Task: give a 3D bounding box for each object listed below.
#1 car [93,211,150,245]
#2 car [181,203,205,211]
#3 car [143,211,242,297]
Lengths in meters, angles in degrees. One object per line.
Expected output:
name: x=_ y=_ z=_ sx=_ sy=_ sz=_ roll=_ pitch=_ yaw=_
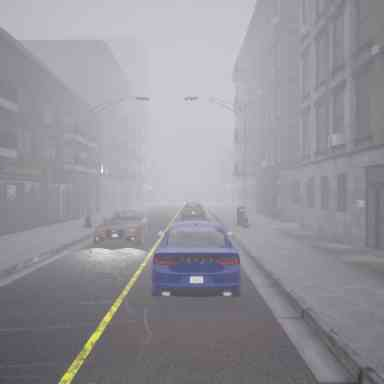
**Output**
car: x=-3.105 y=1.563 z=15.362 sx=1.994 sy=1.385 sz=4.181 roll=0 pitch=0 yaw=0
car: x=0.092 y=1.560 z=27.592 sx=1.994 sy=1.385 sz=4.181 roll=0 pitch=0 yaw=0
car: x=0.096 y=1.477 z=8.637 sx=1.882 sy=1.535 sz=5.008 roll=0 pitch=0 yaw=0
